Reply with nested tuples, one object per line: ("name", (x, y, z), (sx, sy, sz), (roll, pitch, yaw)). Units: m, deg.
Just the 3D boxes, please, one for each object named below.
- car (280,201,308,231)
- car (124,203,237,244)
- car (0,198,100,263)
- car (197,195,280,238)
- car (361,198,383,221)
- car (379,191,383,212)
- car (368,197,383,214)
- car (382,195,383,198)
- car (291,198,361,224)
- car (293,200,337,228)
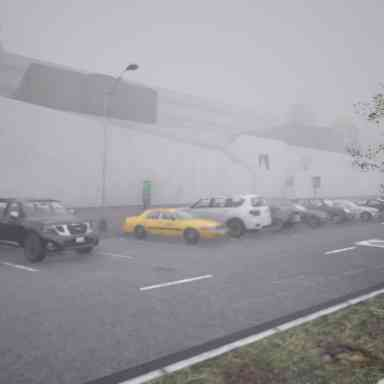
("car", (3.842, 1.430, 19.322), (4.792, 1.488, 2.163), (-1, 0, 35))
("car", (-0.872, 1.447, 15.724), (5.366, 1.575, 1.946), (-1, -1, 35))
("car", (-5.891, 1.236, 12.334), (5.566, 2.045, 2.435), (-1, -1, 35))
("car", (1.395, 1.179, 17.584), (5.566, 2.045, 2.435), (-1, 0, 35))
("car", (11.207, 1.328, 24.537), (4.674, 1.452, 2.002), (-1, -1, 35))
("car", (21.008, 0.852, 31.487), (5.566, 2.045, 2.435), (-1, 0, 35))
("car", (18.568, 1.178, 29.743), (4.792, 1.488, 2.163), (-1, 0, 35))
("car", (13.656, 1.243, 26.269), (5.008, 1.535, 2.097), (-1, 0, 35))
("car", (8.735, 1.204, 22.814), (4.553, 1.767, 2.185), (-1, -1, 35))
("car", (6.320, 1.411, 21.058), (4.674, 1.452, 2.002), (-1, -1, 35))
